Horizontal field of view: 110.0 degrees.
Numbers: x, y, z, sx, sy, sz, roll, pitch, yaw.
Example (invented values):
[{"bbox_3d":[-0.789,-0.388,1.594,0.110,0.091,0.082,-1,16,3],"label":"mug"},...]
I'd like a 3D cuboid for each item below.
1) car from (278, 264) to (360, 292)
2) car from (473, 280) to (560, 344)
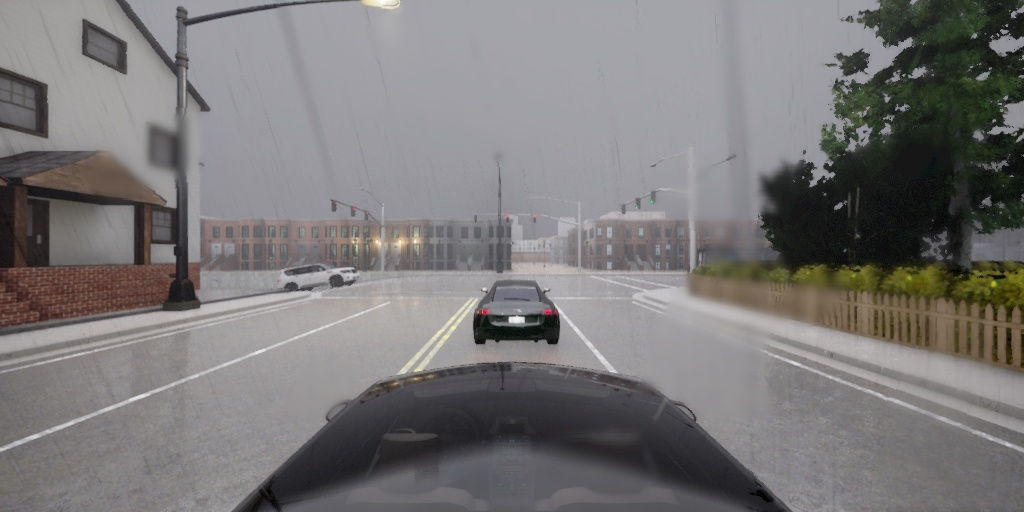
[{"bbox_3d":[-14.480,1.575,26.869,5.566,2.045,2.150,-10,0,0],"label":"car"},{"bbox_3d":[0.101,1.319,9.569,1.994,1.385,4.181,0,0,0],"label":"car"}]
